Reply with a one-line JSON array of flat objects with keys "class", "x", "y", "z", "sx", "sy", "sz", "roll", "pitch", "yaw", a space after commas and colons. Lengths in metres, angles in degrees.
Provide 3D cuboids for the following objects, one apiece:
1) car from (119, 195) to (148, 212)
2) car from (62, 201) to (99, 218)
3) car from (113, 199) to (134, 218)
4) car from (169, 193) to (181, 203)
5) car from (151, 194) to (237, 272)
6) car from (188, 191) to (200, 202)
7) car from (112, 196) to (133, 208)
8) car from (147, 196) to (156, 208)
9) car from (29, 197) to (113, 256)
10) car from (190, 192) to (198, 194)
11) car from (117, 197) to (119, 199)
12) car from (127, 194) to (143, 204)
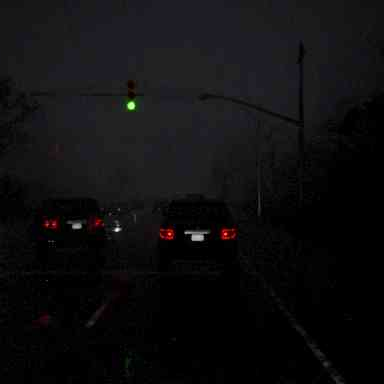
[{"class": "car", "x": -6.855, "y": 1.487, "z": 39.602, "sx": 2.128, "sy": 1.511, "sz": 4.902, "roll": 0, "pitch": 0, "yaw": 1}, {"class": "car", "x": -10.417, "y": 1.559, "z": 31.375, "sx": 1.994, "sy": 1.385, "sz": 4.181, "roll": 0, "pitch": 0, "yaw": 1}, {"class": "car", "x": -6.926, "y": 1.597, "z": 30.433, "sx": 1.895, "sy": 1.301, "sz": 4.718, "roll": 0, "pitch": 0, "yaw": 0}, {"class": "car", "x": -3.113, "y": 1.036, "z": 61.912, "sx": 2.033, "sy": 1.411, "sz": 5.357, "roll": 0, "pitch": 3, "yaw": 0}, {"class": "car", "x": 0.151, "y": 1.221, "z": 10.905, "sx": 2.150, "sy": 2.045, "sz": 5.566, "roll": 0, "pitch": 0, "yaw": 0}, {"class": "car", "x": 0.391, "y": 0.813, "z": 62.417, "sx": 2.097, "sy": 1.767, "sz": 4.553, "roll": 0, "pitch": 3, "yaw": 1}, {"class": "car", "x": -10.241, "y": 1.439, "z": 49.388, "sx": 1.882, "sy": 1.535, "sz": 5.008, "roll": 0, "pitch": 1, "yaw": 1}, {"class": "car", "x": -3.191, "y": 1.487, "z": 35.947, "sx": 2.128, "sy": 1.511, "sz": 4.902, "roll": 0, "pitch": 0, "yaw": 0}, {"class": "car", "x": -5.109, "y": 1.222, "z": 13.402, "sx": 2.150, "sy": 2.045, "sz": 5.566, "roll": 1, "pitch": 0, "yaw": -29}, {"class": "car", "x": 0.302, "y": 1.218, "z": 34.874, "sx": 2.150, "sy": 2.045, "sz": 5.566, "roll": 0, "pitch": 0, "yaw": 0}, {"class": "car", "x": -10.350, "y": 1.520, "z": 40.056, "sx": 1.812, "sy": 1.442, "sz": 4.674, "roll": 0, "pitch": 0, "yaw": 0}, {"class": "car", "x": -10.147, "y": 1.187, "z": 59.331, "sx": 1.994, "sy": 1.385, "sz": 4.181, "roll": 0, "pitch": 3, "yaw": 0}]
